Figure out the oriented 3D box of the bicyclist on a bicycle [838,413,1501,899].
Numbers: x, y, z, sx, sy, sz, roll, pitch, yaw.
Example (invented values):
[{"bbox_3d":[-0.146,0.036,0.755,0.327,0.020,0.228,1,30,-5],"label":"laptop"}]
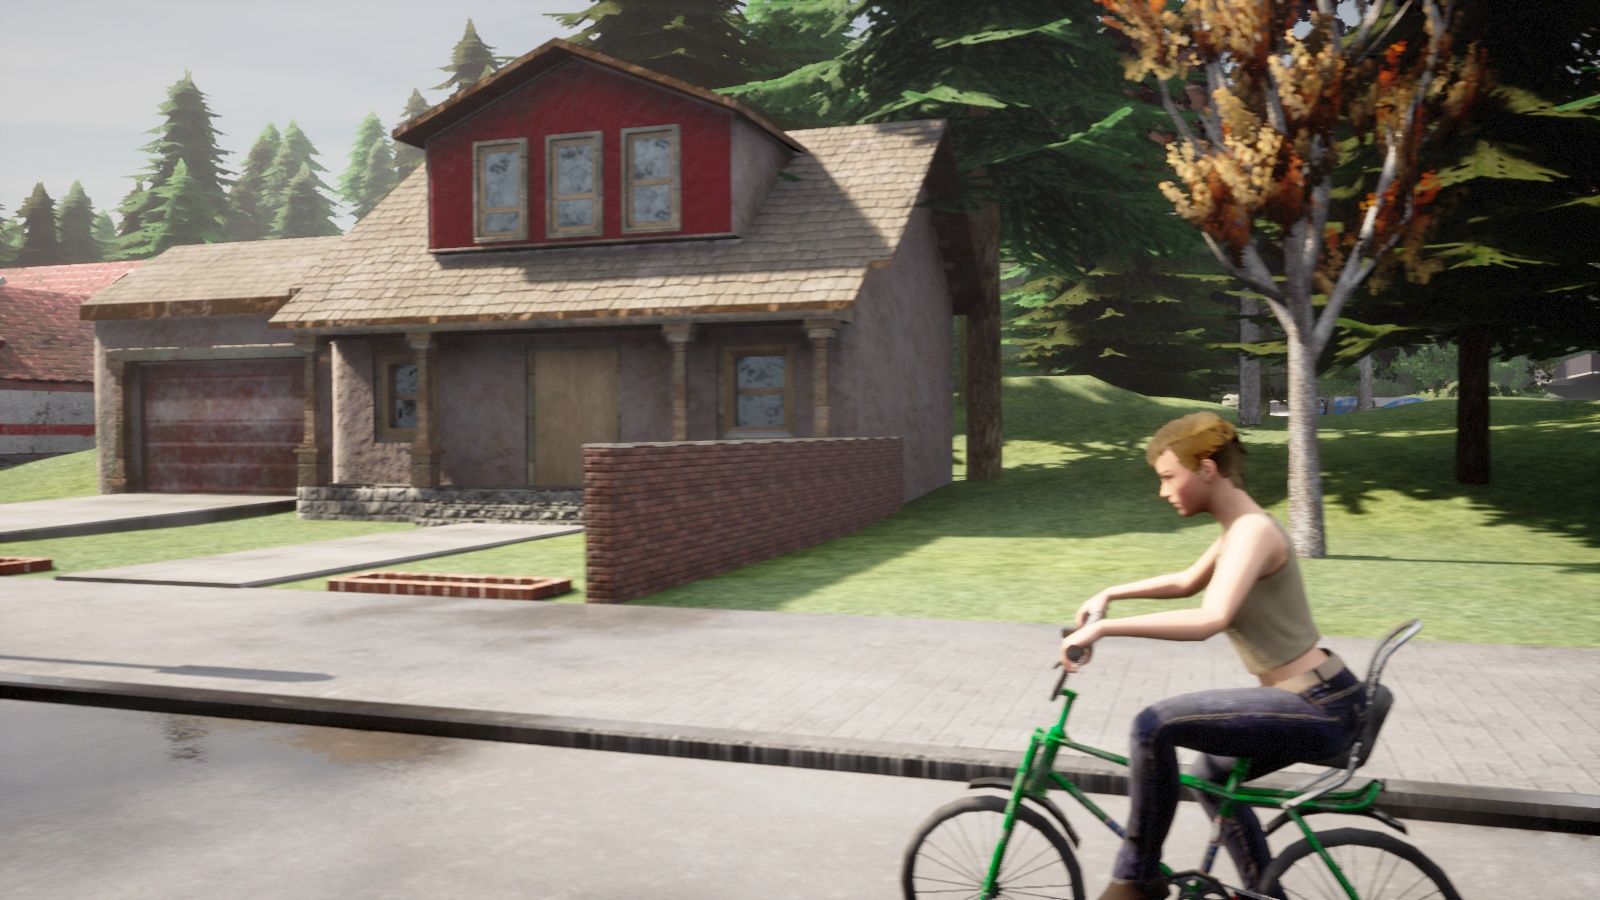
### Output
[{"bbox_3d":[0.952,0.712,3.410,1.509,1.612,0.866,1,1,18],"label":"bicyclist on a bicycle"}]
